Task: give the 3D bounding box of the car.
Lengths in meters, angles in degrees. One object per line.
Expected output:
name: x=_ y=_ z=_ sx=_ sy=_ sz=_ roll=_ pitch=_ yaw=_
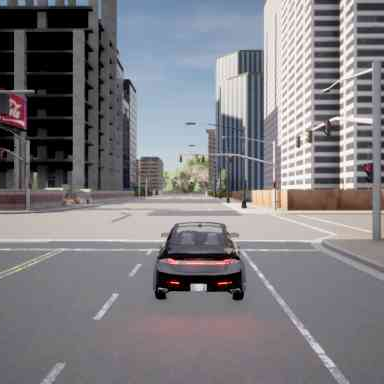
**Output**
car: x=0.199 y=1.492 z=8.365 sx=2.128 sy=1.511 sz=4.902 roll=0 pitch=0 yaw=2
